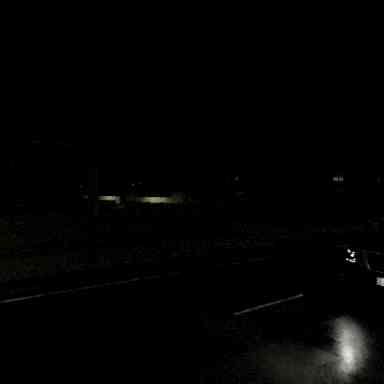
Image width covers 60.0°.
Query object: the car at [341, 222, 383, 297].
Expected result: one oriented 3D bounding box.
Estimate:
[{"bbox_3d":[5.775,1.303,7.668,5.566,2.045,2.150,0,0,-35],"label":"car"}]
